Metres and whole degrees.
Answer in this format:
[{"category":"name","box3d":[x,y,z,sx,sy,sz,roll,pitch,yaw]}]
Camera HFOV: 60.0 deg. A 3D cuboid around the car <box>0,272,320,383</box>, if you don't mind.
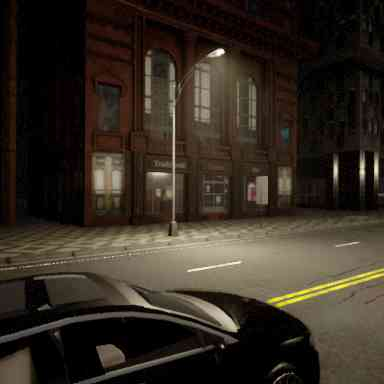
[{"category":"car","box3d":[-0.921,1.489,2.783,4.902,1.511,2.128,0,0,-35]}]
